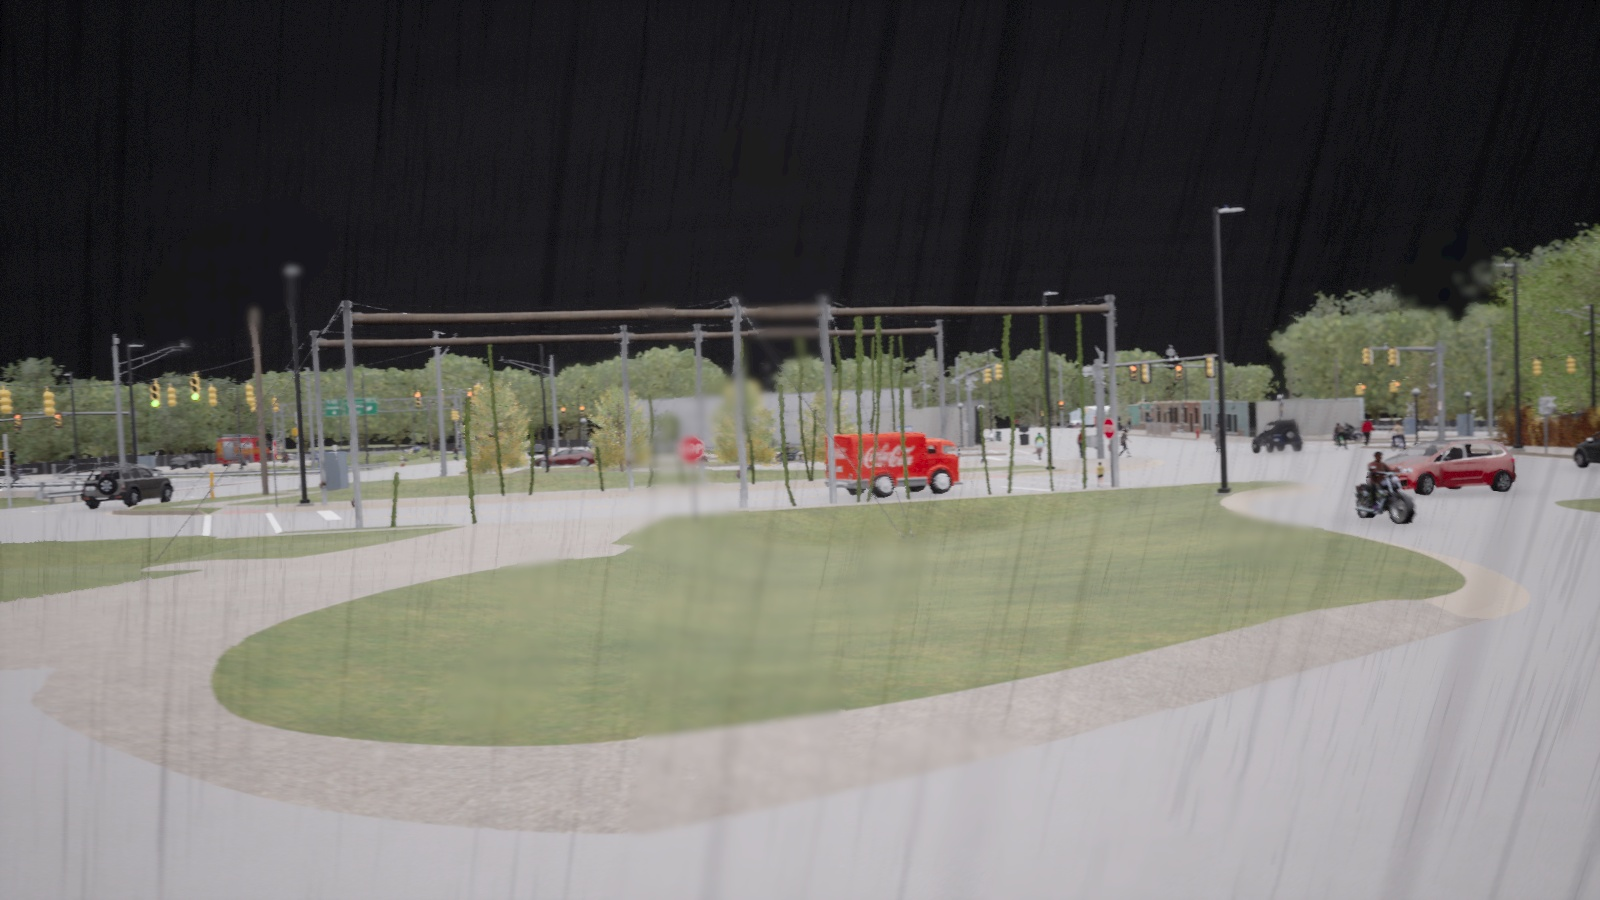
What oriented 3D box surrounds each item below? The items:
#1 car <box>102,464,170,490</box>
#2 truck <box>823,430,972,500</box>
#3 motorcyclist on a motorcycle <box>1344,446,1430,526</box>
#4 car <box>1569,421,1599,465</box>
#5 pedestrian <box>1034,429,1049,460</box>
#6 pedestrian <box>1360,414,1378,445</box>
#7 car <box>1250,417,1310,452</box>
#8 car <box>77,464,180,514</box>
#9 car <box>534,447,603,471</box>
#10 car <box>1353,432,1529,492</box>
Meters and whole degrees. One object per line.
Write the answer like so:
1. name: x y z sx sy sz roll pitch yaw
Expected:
1. car: -46.168 1.860 87.337 3.705 1.549 1.789 -3 2 -2
2. truck: 3.851 0.525 49.617 5.204 2.467 2.627 -2 2 -26
3. motorcyclist on a motorcycle: 13.199 0.771 28.318 0.766 1.649 2.350 -2 2 -2
4. car: 31.406 -0.268 47.957 1.851 1.617 3.988 -3 2 5
5. pedestrian: 15.628 -0.374 81.350 0.659 1.952 0.873 -3 2 -4
6. pedestrian: 35.509 -1.289 78.364 0.899 1.844 0.634 -5 3 -39
7. car: 27.918 -0.902 73.116 1.905 1.878 3.866 -3 0 -1
8. car: -29.058 1.653 54.533 1.932 1.855 4.605 -3 1 0
9. car: -17.555 0.677 95.385 4.792 1.488 2.163 -3 1 -3
10. car: 20.139 0.356 39.514 4.611 1.667 2.242 -2 1 -17
